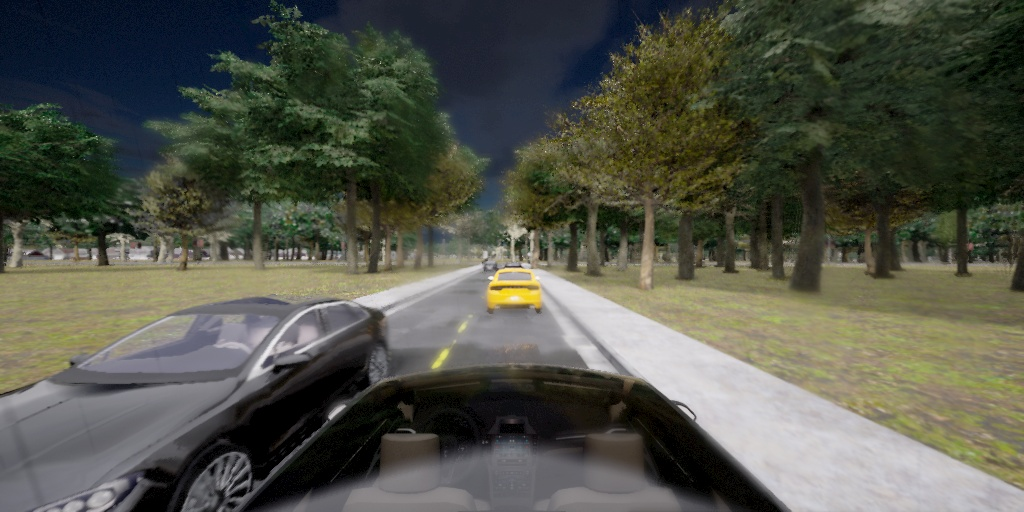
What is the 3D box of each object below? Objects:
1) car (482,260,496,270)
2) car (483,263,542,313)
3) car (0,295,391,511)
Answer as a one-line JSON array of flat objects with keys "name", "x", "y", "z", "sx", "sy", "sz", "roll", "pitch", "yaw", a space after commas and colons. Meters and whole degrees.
[{"name": "car", "x": -2.818, "y": 1.287, "z": 47.688, "sx": 1.812, "sy": 1.442, "sz": 4.674, "roll": 0, "pitch": 0, "yaw": 0}, {"name": "car", "x": 0.102, "y": 1.229, "z": 14.071, "sx": 1.882, "sy": 1.535, "sz": 5.008, "roll": 0, "pitch": 0, "yaw": 0}, {"name": "car", "x": -2.852, "y": 1.242, "z": 3.869, "sx": 2.128, "sy": 1.511, "sz": 4.902, "roll": 0, "pitch": 0, "yaw": 0}]
